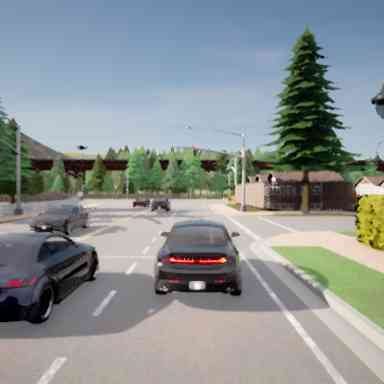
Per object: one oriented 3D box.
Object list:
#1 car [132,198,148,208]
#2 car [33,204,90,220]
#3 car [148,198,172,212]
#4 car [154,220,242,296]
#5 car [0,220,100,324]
[{"bbox_3d":[-7.048,1.470,46.103,1.895,1.301,4.718,0,0,1],"label":"car"},{"bbox_3d":[-7.101,1.452,18.363,1.837,1.490,4.892,0,0,0],"label":"car"},{"bbox_3d":[-3.404,1.398,37.266,1.837,1.490,4.892,0,0,0],"label":"car"},{"bbox_3d":[0.194,1.480,8.606,1.837,1.490,4.892,0,0,2],"label":"car"},{"bbox_3d":[-3.419,1.543,7.121,1.994,1.385,4.181,0,0,0],"label":"car"}]
